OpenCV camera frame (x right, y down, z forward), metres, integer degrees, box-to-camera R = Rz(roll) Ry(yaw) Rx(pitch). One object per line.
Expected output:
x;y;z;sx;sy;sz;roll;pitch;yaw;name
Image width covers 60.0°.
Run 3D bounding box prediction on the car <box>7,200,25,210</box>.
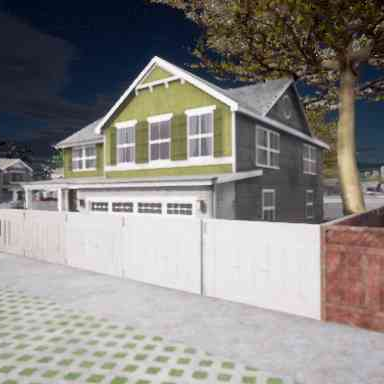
-18.950;1.696;36.082;1.837;1.490;4.892;0;0;18;car
